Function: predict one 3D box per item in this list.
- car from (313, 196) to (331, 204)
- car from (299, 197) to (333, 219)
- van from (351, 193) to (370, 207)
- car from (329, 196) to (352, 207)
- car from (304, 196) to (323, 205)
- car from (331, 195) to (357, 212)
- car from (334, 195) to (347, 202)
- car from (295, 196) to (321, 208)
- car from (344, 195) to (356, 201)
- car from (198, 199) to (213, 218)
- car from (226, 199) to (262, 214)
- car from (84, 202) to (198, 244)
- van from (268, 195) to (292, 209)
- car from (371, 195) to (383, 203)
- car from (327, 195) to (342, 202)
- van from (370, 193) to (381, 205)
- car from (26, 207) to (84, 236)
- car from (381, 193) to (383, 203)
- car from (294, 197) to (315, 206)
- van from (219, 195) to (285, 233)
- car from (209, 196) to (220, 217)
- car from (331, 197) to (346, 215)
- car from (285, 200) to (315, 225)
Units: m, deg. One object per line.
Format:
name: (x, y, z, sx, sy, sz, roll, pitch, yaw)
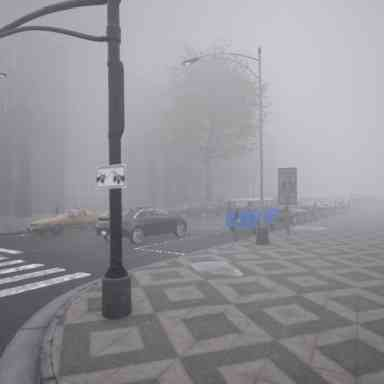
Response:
car: (24.244, 1.452, 61.891, 2.008, 1.369, 4.403, -1, -1, 36)
car: (9.744, 1.385, 27.149, 1.887, 1.381, 4.507, -1, 0, 36)
van: (22.389, 1.127, 44.726, 1.690, 1.788, 3.998, -1, 0, 36)
car: (21.830, 1.375, 48.675, 2.033, 1.411, 5.357, -1, -1, 36)
car: (21.055, 1.439, 57.460, 1.752, 1.417, 4.829, -1, 0, 36)
car: (16.068, 1.363, 35.937, 2.008, 1.369, 4.403, -1, 0, 36)
car: (33.191, 1.415, 74.323, 1.887, 1.381, 4.507, -1, -1, 36)
car: (15.988, 1.386, 45.694, 2.128, 1.511, 4.902, -1, -1, 36)
car: (39.551, 1.400, 83.161, 2.008, 1.369, 4.403, -1, -1, 36)
car: (-0.471, 1.551, 27.547, 1.887, 1.381, 4.507, -1, 0, 36)
car: (5.708, 1.528, 36.133, 2.008, 1.369, 4.403, -1, 0, 36)
car: (-2.139, 1.429, 15.371, 2.128, 1.511, 4.902, -1, -1, 36)
van: (11.884, 1.292, 44.720, 1.690, 1.788, 3.998, -1, 0, 36)
car: (35.040, 1.303, 62.300, 1.947, 1.339, 4.313, -1, -1, 36)
car: (30.011, 1.432, 69.904, 2.008, 1.369, 4.403, -1, -1, 36)
van: (28.713, 1.102, 53.514, 1.690, 1.788, 3.998, -1, -1, 36)
car: (-6.755, 1.564, 18.825, 1.752, 1.417, 4.829, -1, 0, 36)
car: (31.977, 1.274, 58.044, 1.752, 1.417, 4.829, -1, -1, 36)
car: (18.065, 1.491, 53.304, 1.947, 1.339, 4.313, -1, 0, 36)
van: (3.418, 1.212, 18.363, 1.690, 1.788, 3.998, -1, 0, 36)
car: (2.616, 1.307, 31.842, 2.192, 1.841, 5.009, -1, 0, 36)
car: (12.907, 1.408, 31.544, 1.802, 1.307, 4.206, -1, 0, 36)
car: (6.583, 1.422, 22.756, 1.947, 1.339, 4.313, -1, 0, 36)
